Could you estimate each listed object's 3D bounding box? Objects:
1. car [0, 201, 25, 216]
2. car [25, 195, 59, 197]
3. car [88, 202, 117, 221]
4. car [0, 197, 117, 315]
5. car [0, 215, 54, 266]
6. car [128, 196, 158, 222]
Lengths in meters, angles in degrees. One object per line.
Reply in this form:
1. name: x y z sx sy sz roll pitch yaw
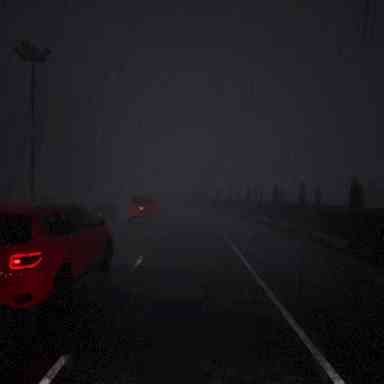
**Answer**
1. car: -19.682 1.723 35.780 1.994 1.385 4.181 0 0 -12
2. car: -16.311 1.385 36.934 2.150 2.045 5.566 0 0 -13
3. car: -7.835 1.656 29.600 1.812 1.442 4.674 0 0 -7
4. car: -3.438 1.258 7.776 2.150 2.045 5.566 0 0 0
5. car: -6.920 1.654 11.999 1.895 1.301 4.718 0 0 0
6. car: -4.069 1.343 27.781 2.150 2.045 5.566 0 0 -5
